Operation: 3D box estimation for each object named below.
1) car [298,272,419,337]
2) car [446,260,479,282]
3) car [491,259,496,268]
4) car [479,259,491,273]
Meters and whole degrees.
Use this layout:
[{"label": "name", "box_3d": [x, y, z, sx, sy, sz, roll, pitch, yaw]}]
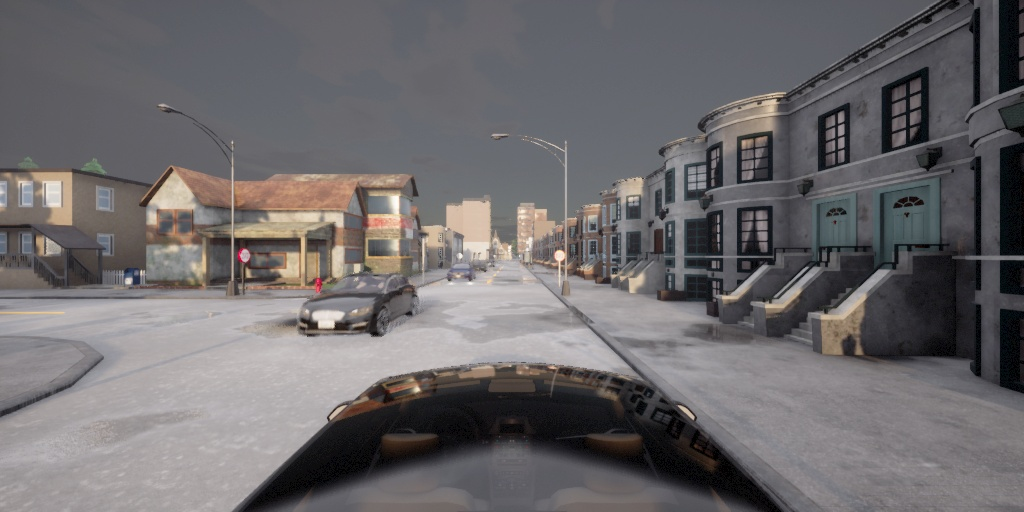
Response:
[{"label": "car", "box_3d": [-4.081, 1.241, 10.344, 2.128, 1.511, 4.902, 0, 0, 0]}, {"label": "car", "box_3d": [-4.027, 1.275, 29.183, 1.812, 1.442, 4.674, 0, 0, 0]}, {"label": "car", "box_3d": [-3.822, 1.245, 61.579, 2.128, 1.511, 4.902, 0, 0, 0]}, {"label": "car", "box_3d": [-3.975, 1.254, 43.854, 1.837, 1.490, 4.892, 0, 0, 0]}]
